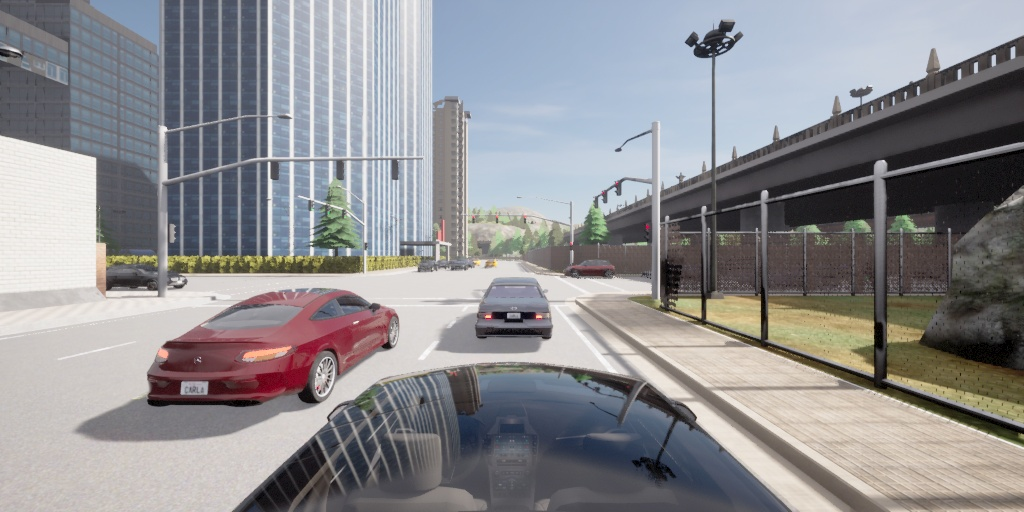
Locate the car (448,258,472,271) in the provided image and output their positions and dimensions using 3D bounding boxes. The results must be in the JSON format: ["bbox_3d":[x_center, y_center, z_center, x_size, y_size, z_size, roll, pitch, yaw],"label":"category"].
[{"bbox_3d":[-7.180,1.314,49.545,1.994,1.385,4.181,0,0,0],"label":"car"}]

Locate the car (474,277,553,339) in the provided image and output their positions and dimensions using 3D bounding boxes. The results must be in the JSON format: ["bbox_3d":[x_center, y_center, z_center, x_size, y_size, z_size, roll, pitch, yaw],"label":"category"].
[{"bbox_3d":[0.079,1.297,10.031,2.033,1.411,5.357,0,0,1],"label":"car"}]

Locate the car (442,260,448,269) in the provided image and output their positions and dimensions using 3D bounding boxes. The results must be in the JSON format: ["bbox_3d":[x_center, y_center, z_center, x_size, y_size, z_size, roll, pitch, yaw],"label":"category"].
[{"bbox_3d":[-10.693,1.276,55.011,1.812,1.442,4.674,0,0,0],"label":"car"}]

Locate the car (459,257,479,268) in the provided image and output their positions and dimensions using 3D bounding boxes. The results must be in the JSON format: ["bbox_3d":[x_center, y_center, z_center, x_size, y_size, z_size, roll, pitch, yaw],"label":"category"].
[{"bbox_3d":[-7.186,1.297,58.783,2.033,1.411,5.357,0,0,0],"label":"car"}]

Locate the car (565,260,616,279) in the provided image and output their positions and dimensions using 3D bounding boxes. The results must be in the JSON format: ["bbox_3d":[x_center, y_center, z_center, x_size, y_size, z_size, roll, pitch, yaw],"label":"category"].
[{"bbox_3d":[7.160,1.155,33.099,4.553,1.767,2.097,0,0,5],"label":"car"}]

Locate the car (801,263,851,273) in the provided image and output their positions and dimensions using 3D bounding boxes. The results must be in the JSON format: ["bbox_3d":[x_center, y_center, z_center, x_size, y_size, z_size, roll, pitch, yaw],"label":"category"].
[{"bbox_3d":[24.133,1.298,29.213,4.902,1.511,2.128,0,0,0],"label":"car"}]

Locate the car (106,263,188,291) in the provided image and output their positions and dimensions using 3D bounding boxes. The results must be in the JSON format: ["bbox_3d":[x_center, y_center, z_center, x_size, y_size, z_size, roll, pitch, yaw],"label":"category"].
[{"bbox_3d":[-22.584,1.331,21.840,4.674,1.442,1.812,0,0,0],"label":"car"}]

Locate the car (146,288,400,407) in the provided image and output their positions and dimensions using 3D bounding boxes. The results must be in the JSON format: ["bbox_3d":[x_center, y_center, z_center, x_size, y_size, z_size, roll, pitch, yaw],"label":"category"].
[{"bbox_3d":[-3.450,1.276,6.211,1.812,1.442,4.674,0,0,0],"label":"car"}]

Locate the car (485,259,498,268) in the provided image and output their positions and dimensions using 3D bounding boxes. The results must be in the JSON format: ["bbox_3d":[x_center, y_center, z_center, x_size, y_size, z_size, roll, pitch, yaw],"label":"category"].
[{"bbox_3d":[-3.519,1.227,61.866,1.882,1.535,5.008,0,0,0],"label":"car"}]

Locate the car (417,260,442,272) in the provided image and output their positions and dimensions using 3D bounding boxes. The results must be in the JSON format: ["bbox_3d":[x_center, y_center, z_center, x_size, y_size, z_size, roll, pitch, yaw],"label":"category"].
[{"bbox_3d":[-10.680,1.255,45.772,1.837,1.490,4.892,0,0,0],"label":"car"}]

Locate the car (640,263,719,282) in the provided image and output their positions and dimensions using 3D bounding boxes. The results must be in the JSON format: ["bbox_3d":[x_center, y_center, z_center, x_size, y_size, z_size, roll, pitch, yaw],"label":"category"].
[{"bbox_3d":[13.371,1.353,29.171,5.357,1.411,2.033,0,0,0],"label":"car"}]

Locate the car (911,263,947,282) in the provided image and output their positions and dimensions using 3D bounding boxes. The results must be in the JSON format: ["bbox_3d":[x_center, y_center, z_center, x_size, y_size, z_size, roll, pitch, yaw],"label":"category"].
[{"bbox_3d":[35.522,1.311,29.244,4.892,1.490,1.837,0,0,0],"label":"car"}]

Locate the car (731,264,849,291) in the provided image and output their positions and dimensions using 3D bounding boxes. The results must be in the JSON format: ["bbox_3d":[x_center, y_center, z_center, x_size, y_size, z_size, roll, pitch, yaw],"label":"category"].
[{"bbox_3d":[16.898,1.353,21.986,5.357,1.411,2.033,0,0,0],"label":"car"}]

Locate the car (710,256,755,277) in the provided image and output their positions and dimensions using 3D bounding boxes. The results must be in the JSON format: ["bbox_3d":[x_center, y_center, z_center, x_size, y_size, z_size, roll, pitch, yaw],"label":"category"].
[{"bbox_3d":[19.269,1.030,32.695,5.566,2.045,2.150,0,0,0],"label":"car"}]

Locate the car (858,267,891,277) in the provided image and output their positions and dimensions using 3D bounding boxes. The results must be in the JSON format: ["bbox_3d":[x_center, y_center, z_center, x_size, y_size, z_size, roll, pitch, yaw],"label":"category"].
[{"bbox_3d":[31.203,1.353,32.740,5.357,1.411,2.033,0,0,0],"label":"car"}]

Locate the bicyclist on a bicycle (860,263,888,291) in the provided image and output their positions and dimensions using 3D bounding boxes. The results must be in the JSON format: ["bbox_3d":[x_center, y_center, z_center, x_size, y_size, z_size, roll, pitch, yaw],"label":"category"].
[{"bbox_3d":[18.266,1.106,18.208,0.582,1.620,1.656,0,0,0],"label":"bicyclist on a bicycle"}]
